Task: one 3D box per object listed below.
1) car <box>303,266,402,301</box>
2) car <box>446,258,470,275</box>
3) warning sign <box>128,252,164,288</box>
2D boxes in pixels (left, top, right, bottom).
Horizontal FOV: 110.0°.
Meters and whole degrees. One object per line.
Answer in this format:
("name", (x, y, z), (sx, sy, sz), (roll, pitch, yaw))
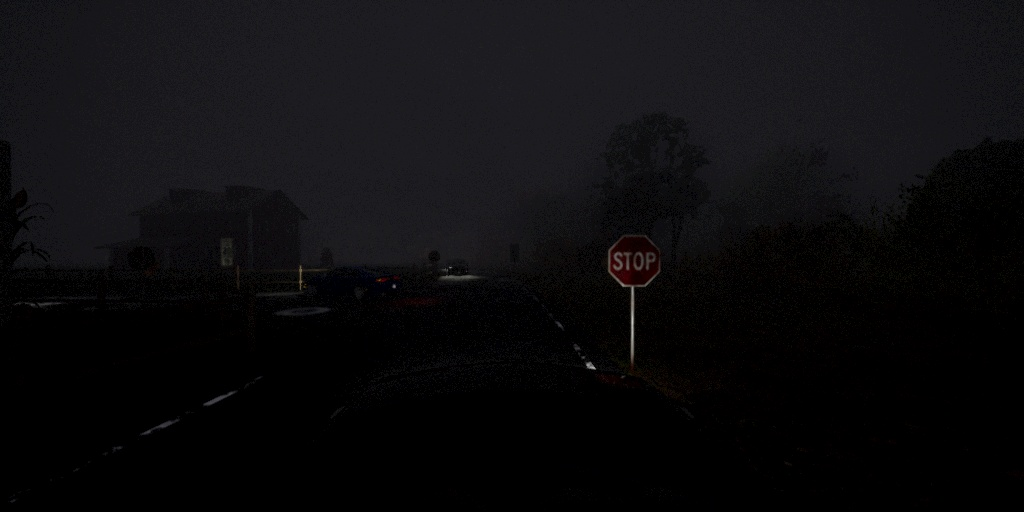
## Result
("car", (-7.598, 1.209, 17.006), (5.008, 1.535, 1.882), (0, -1, 22))
("car", (-5.525, 1.043, 37.049), (2.097, 1.767, 4.553), (0, 0, -10))
("warning sign", (-20.816, 0.840, 20.554), (1.060, 1.860, 1.300), (0, 0, 2))
